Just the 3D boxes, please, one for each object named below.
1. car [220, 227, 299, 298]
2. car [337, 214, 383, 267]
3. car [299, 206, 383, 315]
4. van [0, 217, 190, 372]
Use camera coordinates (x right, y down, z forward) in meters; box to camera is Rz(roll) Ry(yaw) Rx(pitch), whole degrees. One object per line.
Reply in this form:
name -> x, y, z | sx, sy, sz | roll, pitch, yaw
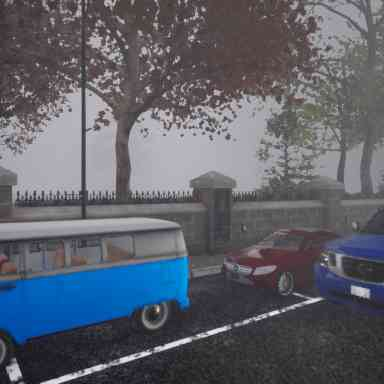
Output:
car -> 2.641, 1.582, 8.426 | 4.206, 1.307, 1.802 | 0, 0, -35
car -> 7.232, 1.546, 11.686 | 4.507, 1.381, 1.887 | 0, 0, -35
car -> 4.910, 1.222, 6.858 | 5.566, 2.045, 2.150 | 0, 0, -35
van -> -1.950, 1.341, 5.166 | 3.998, 1.788, 1.690 | 0, 0, -35
